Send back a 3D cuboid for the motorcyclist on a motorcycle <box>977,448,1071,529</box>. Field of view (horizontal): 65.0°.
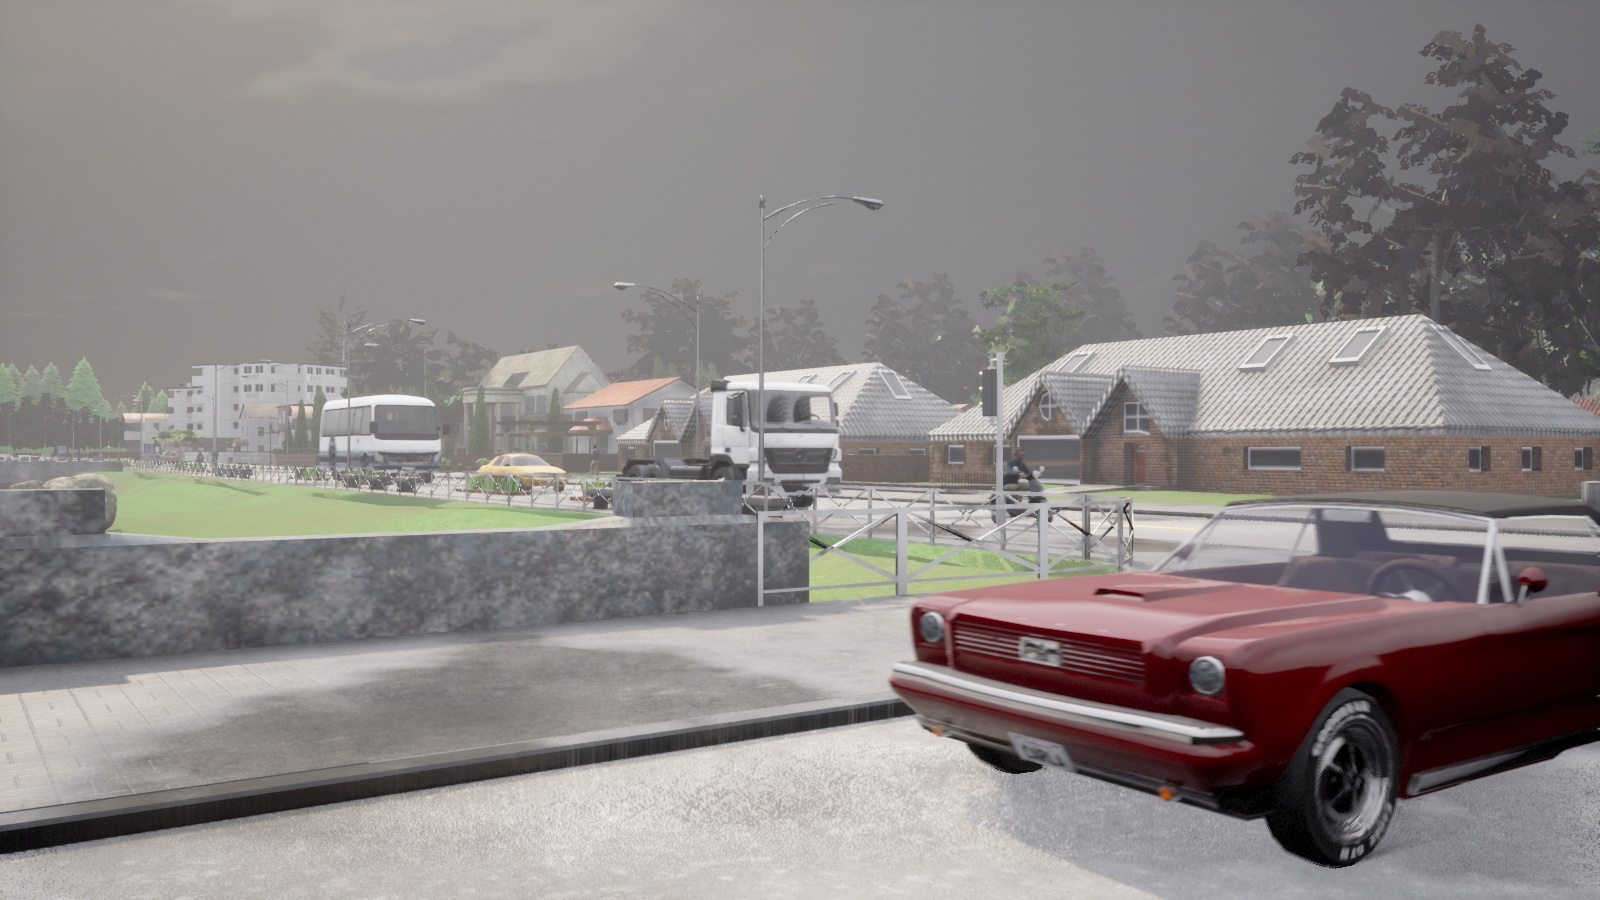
[{"bbox_3d":[4.566,0.751,25.689,0.866,1.590,1.817,0,0,-35],"label":"motorcyclist on a motorcycle"}]

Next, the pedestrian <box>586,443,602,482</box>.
[{"bbox_3d":[-10.255,0.629,62.435,0.423,1.949,0.788,0,0,-43],"label":"pedestrian"}]

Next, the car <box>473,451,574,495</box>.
[{"bbox_3d":[-10.483,0.822,47.301,1.801,1.575,5.366,0,0,-35],"label":"car"}]

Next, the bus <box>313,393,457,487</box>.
[{"bbox_3d":[-20.606,-0.437,61.837,3.944,4.253,10.273,0,0,-35],"label":"bus"}]

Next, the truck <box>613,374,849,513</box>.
[{"bbox_3d":[-2.185,-0.146,35.383,2.891,3.462,7.936,0,0,-35],"label":"truck"}]

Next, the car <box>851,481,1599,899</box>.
[{"bbox_3d":[2.704,0.854,6.101,4.718,1.301,1.895,0,0,-35],"label":"car"}]
